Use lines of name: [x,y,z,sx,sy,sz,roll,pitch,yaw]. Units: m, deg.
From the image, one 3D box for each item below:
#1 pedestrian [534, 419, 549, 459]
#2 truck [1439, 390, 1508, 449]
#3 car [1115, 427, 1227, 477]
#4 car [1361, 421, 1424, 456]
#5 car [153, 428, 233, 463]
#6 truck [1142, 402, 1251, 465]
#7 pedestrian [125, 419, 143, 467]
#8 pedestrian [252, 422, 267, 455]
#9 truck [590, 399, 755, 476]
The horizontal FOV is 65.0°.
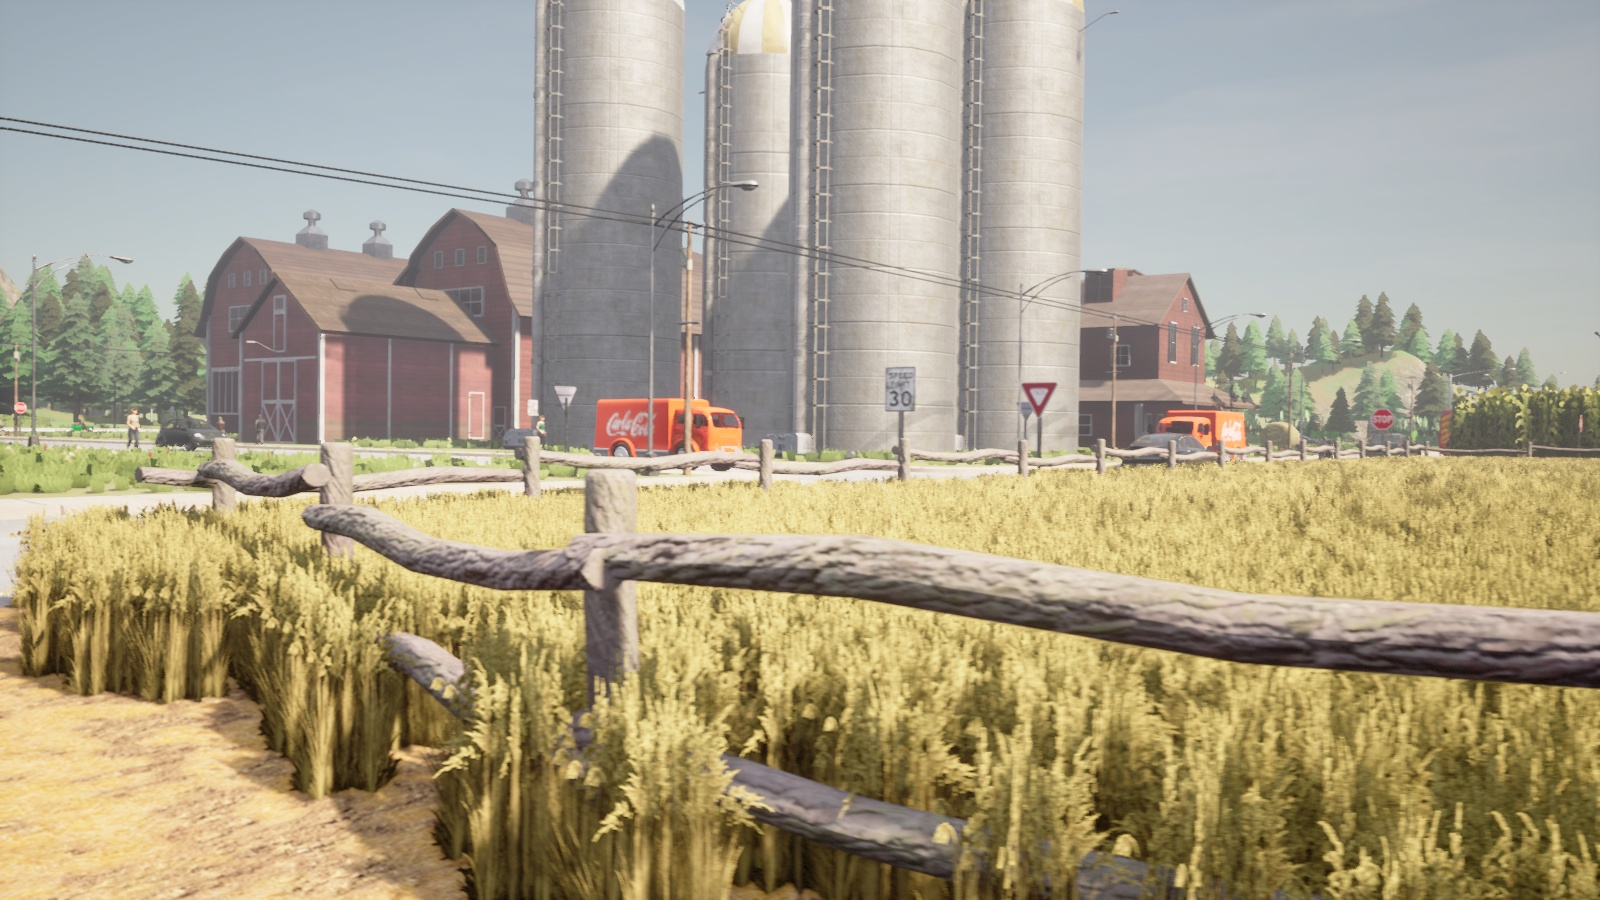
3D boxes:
pedestrian: [-11.955,-0.511,58.073,0.594,1.836,0.345,1,1,40]
truck: [45.841,-2.061,85.387,2.891,3.827,8.468,0,1,37]
car: [11.878,0.021,39.995,1.837,1.490,4.892,0,1,37]
car: [30.934,-0.636,65.469,2.097,1.767,4.553,0,1,37]
car: [-29.748,-0.239,61.512,3.988,1.617,1.851,0,1,36]
truck: [16.431,-0.688,51.868,2.627,2.467,5.204,0,1,38]
pedestrian: [-25.519,-0.282,48.104,0.594,1.836,0.345,0,1,35]
pedestrian: [-31.205,-0.655,72.448,0.563,1.883,0.849,-1,1,-40]
truck: [-4.418,-0.444,43.141,5.204,2.467,2.627,0,1,36]
